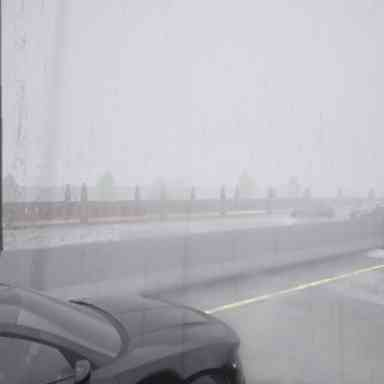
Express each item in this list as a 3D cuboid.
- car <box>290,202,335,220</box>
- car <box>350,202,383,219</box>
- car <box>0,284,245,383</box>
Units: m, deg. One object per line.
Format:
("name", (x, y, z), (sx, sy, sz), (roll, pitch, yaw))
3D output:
("car", (10.325, 1.579, 28.441), (4.181, 1.385, 1.994), (0, 0, -34))
("car", (14.936, 1.542, 27.375), (4.674, 1.442, 1.812), (0, 0, -34))
("car", (-1.788, 1.477, 2.471), (5.008, 1.535, 1.882), (0, 0, -36))
